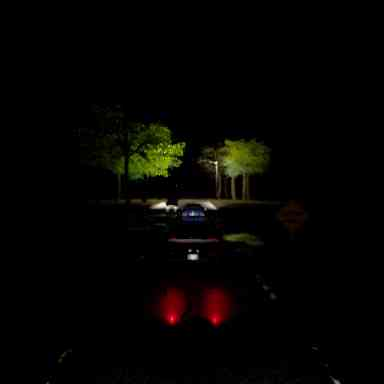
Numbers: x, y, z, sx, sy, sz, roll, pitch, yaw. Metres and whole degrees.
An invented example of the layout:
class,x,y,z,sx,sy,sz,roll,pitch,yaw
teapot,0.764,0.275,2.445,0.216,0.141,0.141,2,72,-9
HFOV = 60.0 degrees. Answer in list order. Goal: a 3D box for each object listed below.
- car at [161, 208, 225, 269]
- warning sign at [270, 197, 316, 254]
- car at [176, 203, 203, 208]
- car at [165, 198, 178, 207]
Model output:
class,x,y,z,sx,sy,sz,roll,pitch,yaw
car,0.063,1.531,11.299,2.128,1.511,4.902,0,0,1
warning sign,3.586,1.157,11.915,1.300,1.860,1.060,1,1,0
car,0.132,1.627,26.118,2.033,1.411,5.357,0,0,1
car,-3.198,1.623,54.074,2.033,1.411,5.357,0,0,1
